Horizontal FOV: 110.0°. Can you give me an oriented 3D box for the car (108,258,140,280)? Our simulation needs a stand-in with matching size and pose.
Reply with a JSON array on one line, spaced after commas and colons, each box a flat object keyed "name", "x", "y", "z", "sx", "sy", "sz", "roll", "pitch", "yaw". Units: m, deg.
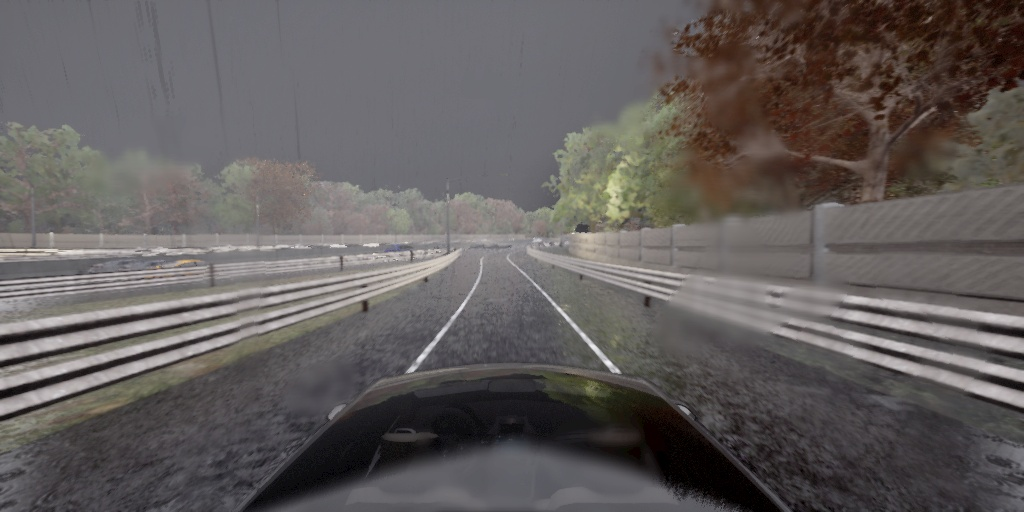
[{"name": "car", "x": -26.034, "y": 0.980, "z": 26.856, "sx": 2.128, "sy": 1.511, "sz": 4.902, "roll": 1, "pitch": 4, "yaw": 21}]

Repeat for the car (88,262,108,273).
[{"name": "car", "x": -29.346, "y": 0.936, "z": 27.995, "sx": 2.128, "sy": 1.511, "sz": 4.902, "roll": 1, "pitch": 4, "yaw": 21}]

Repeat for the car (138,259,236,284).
[{"name": "car", "x": -22.733, "y": 1.012, "z": 25.689, "sx": 1.882, "sy": 1.535, "sz": 5.008, "roll": 1, "pitch": 4, "yaw": 21}]

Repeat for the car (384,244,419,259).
[{"name": "car", "x": -14.409, "y": -0.560, "z": 47.299, "sx": 2.150, "sy": 2.045, "sz": 5.566, "roll": 1, "pitch": 4, "yaw": 21}]

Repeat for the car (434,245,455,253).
[{"name": "car", "x": -11.928, "y": -1.207, "z": 63.297, "sx": 1.837, "sy": 1.490, "sz": 4.892, "roll": 1, "pitch": 4, "yaw": 21}]
